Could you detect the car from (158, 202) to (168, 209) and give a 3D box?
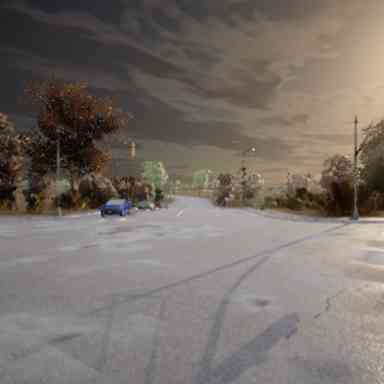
[{"bbox_3d":[-5.993,2.800,69.454,2.128,1.511,4.902,0,-3,1],"label":"car"}]

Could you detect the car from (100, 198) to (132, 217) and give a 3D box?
[{"bbox_3d":[-6.552,1.333,29.162,1.882,1.535,5.008,0,0,1],"label":"car"}]

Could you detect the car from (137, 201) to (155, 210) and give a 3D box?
[{"bbox_3d":[-6.320,1.839,45.797,1.895,1.301,4.718,0,-2,1],"label":"car"}]
